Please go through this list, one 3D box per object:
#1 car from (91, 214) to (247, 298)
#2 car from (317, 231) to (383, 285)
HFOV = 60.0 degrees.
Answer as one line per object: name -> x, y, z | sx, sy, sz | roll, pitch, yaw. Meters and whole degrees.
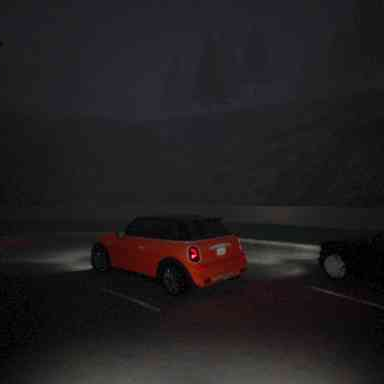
car -> -0.841, 1.362, 8.903 | 2.097, 1.767, 4.553 | -1, 0, -44
car -> 5.001, 1.394, 7.077 | 1.882, 1.535, 5.008 | 0, 0, -26
